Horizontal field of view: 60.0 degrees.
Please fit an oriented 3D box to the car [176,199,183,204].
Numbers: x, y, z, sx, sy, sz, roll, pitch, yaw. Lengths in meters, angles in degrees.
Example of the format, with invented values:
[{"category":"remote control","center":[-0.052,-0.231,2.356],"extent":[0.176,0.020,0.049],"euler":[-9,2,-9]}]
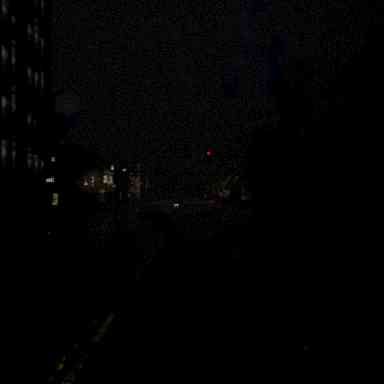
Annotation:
[{"category":"car","center":[-3.393,2.580,92.066],"extent":[1.994,1.385,4.181],"euler":[0,-1,0]}]
